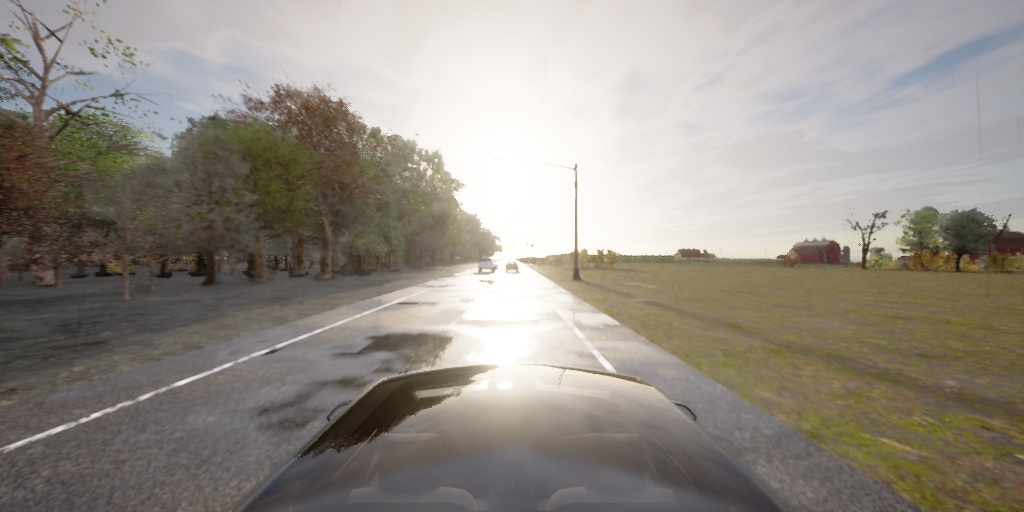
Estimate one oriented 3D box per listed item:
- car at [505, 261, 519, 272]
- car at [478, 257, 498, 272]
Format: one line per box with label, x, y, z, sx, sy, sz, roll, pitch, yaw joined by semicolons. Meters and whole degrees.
car;0.018;1.451;50.306;2.128;1.511;4.902;0;0;0
car;-3.483;1.180;50.234;2.150;2.045;5.566;0;0;0
